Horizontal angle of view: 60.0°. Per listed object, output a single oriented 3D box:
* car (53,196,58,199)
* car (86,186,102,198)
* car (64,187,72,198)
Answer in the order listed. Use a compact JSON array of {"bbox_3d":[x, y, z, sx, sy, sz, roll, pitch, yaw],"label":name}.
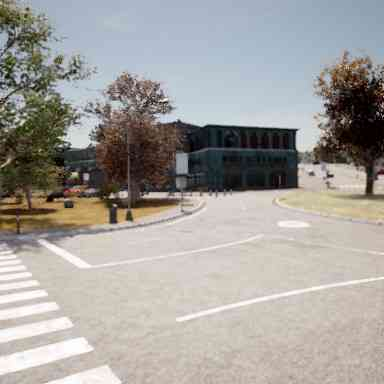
[{"bbox_3d":[-19.577,0.103,52.966,2.435,2.045,5.566,-2,1,16],"label":"car"},{"bbox_3d":[-14.772,0.287,49.432,2.231,1.521,4.892,-1,1,16],"label":"car"},{"bbox_3d":[-17.188,0.070,51.146,2.435,2.045,5.566,-1,1,16],"label":"car"}]
